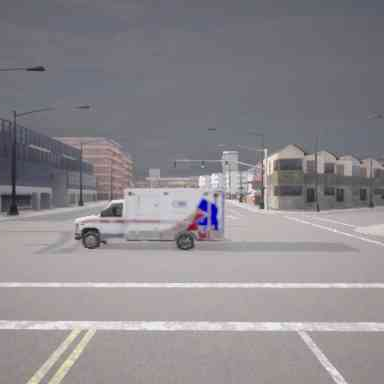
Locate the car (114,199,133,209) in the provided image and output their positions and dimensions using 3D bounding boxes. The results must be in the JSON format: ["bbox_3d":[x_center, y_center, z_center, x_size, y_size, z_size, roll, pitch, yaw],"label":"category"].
[{"bbox_3d":[-10.484,1.789,51.127,1.895,1.301,4.718,0,1,0],"label":"car"}]

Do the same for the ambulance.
[{"bbox_3d":[-1.613,1.102,14.144,6.366,2.431,2.351,0,0,1],"label":"ambulance"}]
